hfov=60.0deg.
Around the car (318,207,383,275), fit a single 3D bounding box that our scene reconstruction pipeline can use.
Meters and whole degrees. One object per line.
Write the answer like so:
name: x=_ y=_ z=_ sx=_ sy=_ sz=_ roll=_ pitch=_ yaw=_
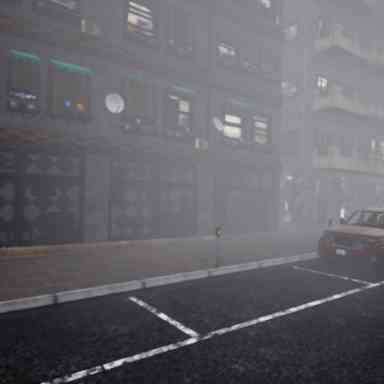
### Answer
car: x=6.353 y=1.443 z=11.067 sx=5.009 sy=1.841 sz=2.192 roll=1 pitch=1 yaw=-35
